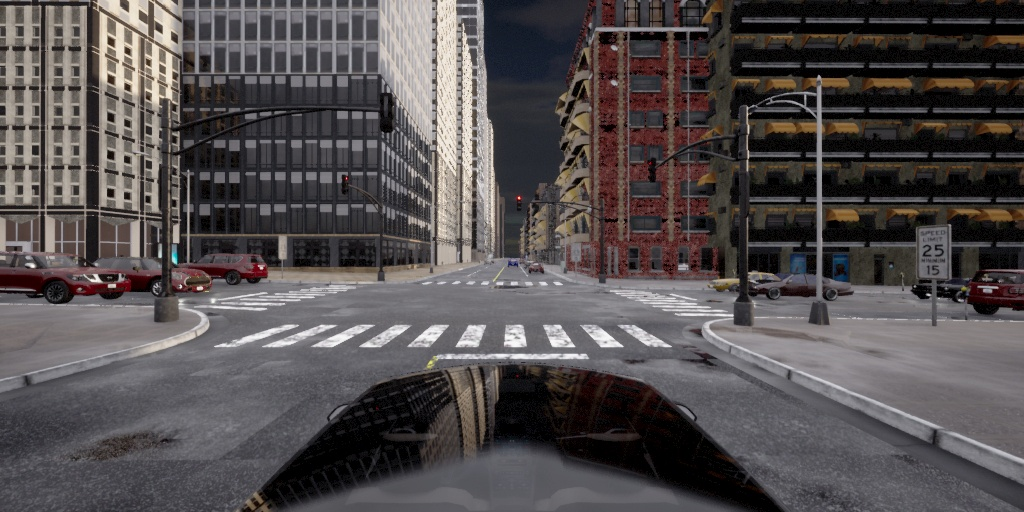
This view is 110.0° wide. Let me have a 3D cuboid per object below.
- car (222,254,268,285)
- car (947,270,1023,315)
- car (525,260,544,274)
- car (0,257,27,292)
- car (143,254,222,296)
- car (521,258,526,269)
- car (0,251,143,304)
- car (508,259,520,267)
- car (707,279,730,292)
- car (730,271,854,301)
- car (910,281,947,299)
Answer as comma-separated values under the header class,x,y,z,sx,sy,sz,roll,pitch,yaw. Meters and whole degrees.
class,x,y,z,sx,sy,sz,roll,pitch,yaw
car,-17.681,0.776,21.819,5.009,1.841,2.192,0,0,0
car,20.616,1.461,13.750,5.009,1.841,2.192,0,0,0
car,2.798,1.341,41.769,1.802,1.307,4.207,0,0,0
car,-25.382,0.780,15.970,5.008,1.535,1.882,1,0,0
car,-16.268,0.825,16.074,4.553,1.767,2.097,1,0,-2
car,2.766,1.317,54.686,2.007,1.370,4.403,0,0,0
car,-17.558,0.757,13.439,5.009,1.841,2.192,0,0,0
car,0.191,1.252,65.122,1.882,1.535,5.008,0,0,0
car,14.660,1.587,22.055,4.829,1.417,1.751,0,0,0
car,15.259,1.610,19.468,5.357,1.411,2.033,1,0,0
car,24.889,1.839,19.539,4.718,1.301,1.895,1,0,-1
